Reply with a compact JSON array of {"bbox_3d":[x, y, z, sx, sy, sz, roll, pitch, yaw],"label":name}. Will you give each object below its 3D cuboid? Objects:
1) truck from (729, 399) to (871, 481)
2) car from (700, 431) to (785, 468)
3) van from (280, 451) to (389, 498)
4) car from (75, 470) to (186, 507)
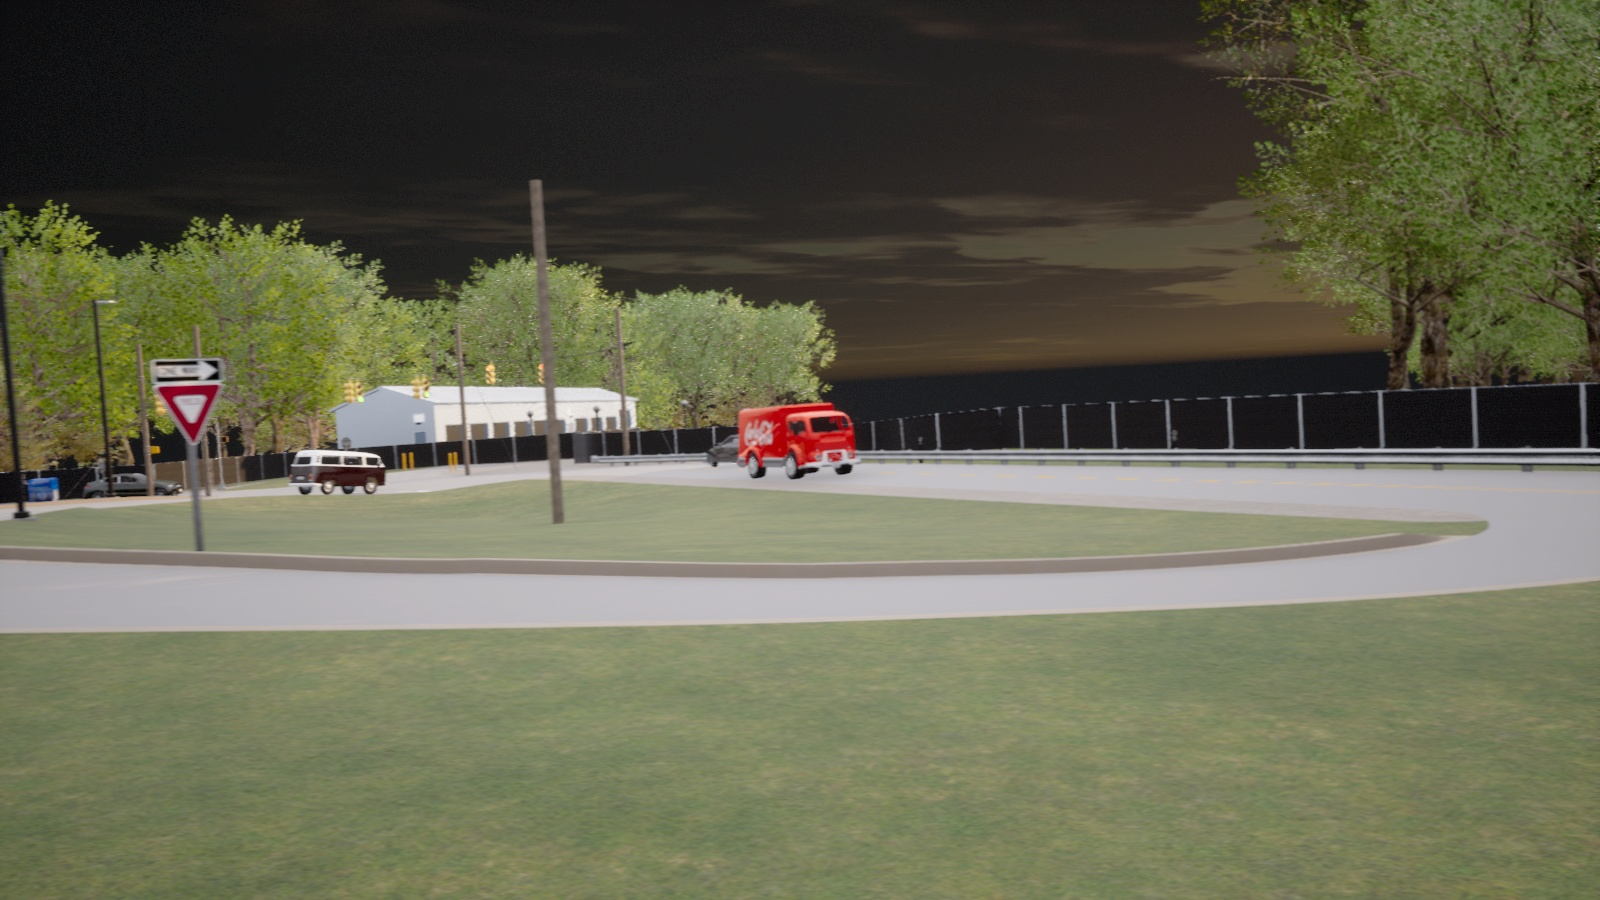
[{"bbox_3d":[-0.094,-0.328,42.977,2.627,2.467,5.204,-5,2,-26],"label":"truck"},{"bbox_3d":[-2.591,-0.013,55.568,1.812,1.442,4.674,-5,2,-28],"label":"car"},{"bbox_3d":[-21.589,1.158,58.397,2.069,2.038,4.480,-2,-2,30],"label":"van"},{"bbox_3d":[-37.917,2.167,71.197,5.027,1.651,2.152,-3,3,-9],"label":"car"}]
